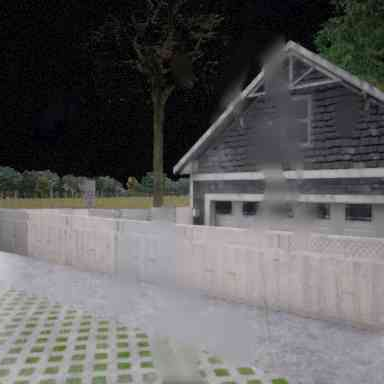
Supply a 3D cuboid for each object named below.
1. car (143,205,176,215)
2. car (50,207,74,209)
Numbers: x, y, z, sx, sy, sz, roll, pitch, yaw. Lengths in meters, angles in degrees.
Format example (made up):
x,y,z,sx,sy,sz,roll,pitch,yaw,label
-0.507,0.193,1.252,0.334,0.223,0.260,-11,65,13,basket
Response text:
x,y,z,sx,sy,sz,roll,pitch,yaw,label
-2.890,1.979,33.951,1.895,1.301,4.718,0,-1,35,car
-9.719,1.775,24.217,1.994,1.385,4.181,0,-1,35,car
